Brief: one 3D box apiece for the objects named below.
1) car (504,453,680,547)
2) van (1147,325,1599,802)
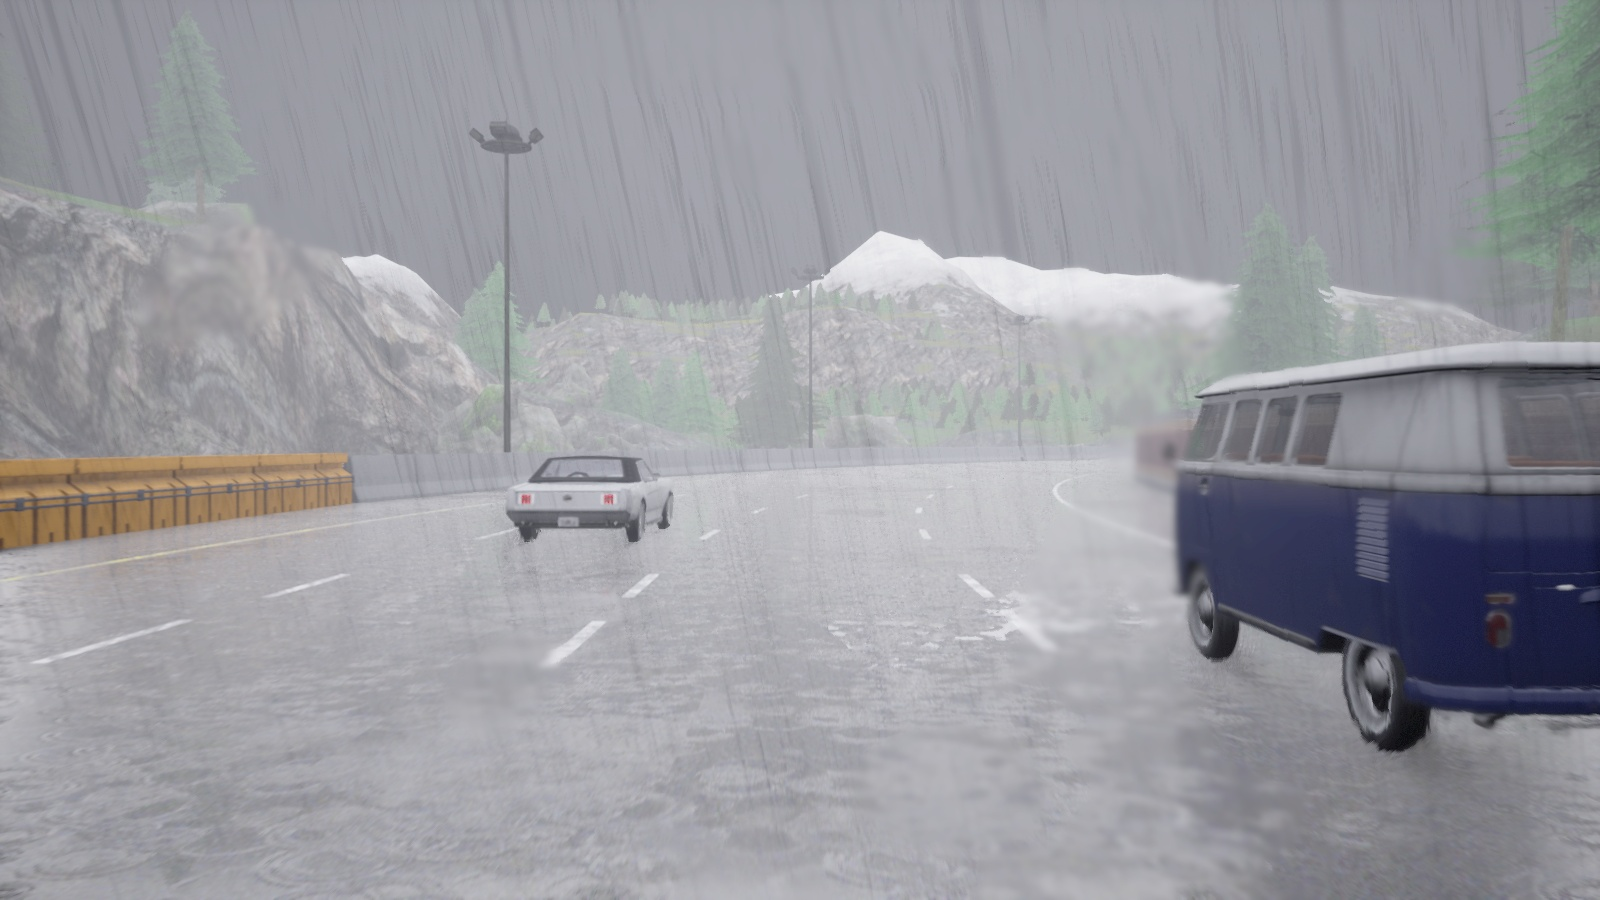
[{"bbox_3d":[-3.231,0.728,20.501,1.895,1.301,4.718,0,0,3],"label":"car"},{"bbox_3d":[3.554,0.460,7.451,1.775,1.987,4.442,0,0,0],"label":"van"}]
